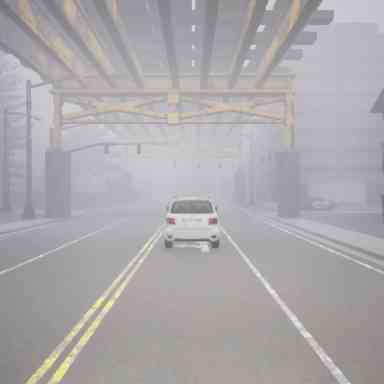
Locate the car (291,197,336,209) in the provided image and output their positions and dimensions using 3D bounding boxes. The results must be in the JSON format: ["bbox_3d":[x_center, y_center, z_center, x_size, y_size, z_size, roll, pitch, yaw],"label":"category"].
[{"bbox_3d":[13.311,1.164,36.473,4.536,1.218,1.853,0,0,-20],"label":"car"}]

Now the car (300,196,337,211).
[{"bbox_3d":[13.262,1.322,36.455,4.974,1.542,2.038,0,0,-20],"label":"car"}]

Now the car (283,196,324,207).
[{"bbox_3d":[13.636,1.146,40.592,4.536,1.218,1.853,0,0,25],"label":"car"}]

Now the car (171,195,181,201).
[{"bbox_3d":[-3.500,1.294,74.491,1.895,1.301,4.718,0,0,0],"label":"car"}]

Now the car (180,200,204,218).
[{"bbox_3d":[0.000,1.472,29.687,1.994,1.385,4.181,0,0,0],"label":"car"}]

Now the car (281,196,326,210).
[{"bbox_3d":[13.589,1.304,40.614,4.974,1.542,2.038,0,0,25],"label":"car"}]

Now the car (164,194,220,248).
[{"bbox_3d":[0.000,1.222,14.716,2.150,2.045,5.566,0,0,0],"label":"car"}]
